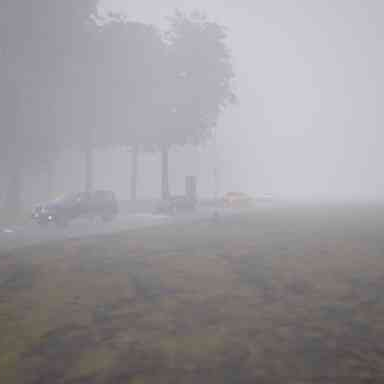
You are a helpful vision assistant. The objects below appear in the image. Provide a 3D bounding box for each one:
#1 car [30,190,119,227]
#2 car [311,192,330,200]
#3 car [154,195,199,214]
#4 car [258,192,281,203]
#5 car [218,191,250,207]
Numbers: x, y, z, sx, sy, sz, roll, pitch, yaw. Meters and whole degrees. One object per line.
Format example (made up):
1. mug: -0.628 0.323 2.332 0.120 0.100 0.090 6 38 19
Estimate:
1. car: -7.087 0.906 20.776 2.150 2.045 5.566 1 2 34
2. car: 21.686 0.657 55.934 1.895 1.301 4.718 1 1 36
3. car: -1.255 1.011 28.958 1.837 1.490 4.892 1 2 36
4. car: 10.747 0.718 45.626 1.812 1.442 4.674 1 1 36
5. car: 4.743 0.691 37.315 2.097 1.767 4.553 1 1 35
